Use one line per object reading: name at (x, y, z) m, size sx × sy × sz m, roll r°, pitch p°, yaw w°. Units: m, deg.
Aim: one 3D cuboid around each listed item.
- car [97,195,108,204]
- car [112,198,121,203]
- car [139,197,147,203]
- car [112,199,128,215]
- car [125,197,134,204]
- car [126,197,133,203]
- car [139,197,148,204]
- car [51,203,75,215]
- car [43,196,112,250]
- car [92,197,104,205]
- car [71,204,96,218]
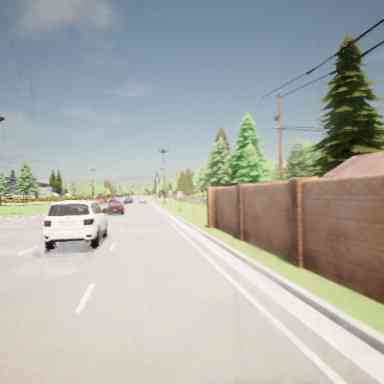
car at (-23.614, 1.975, 87.971) m, size 2.150 × 2.045 × 5.566 m, roll -1°, pitch 0°, yaw -9°
car at (-20.146, 2.260, 88.498) m, size 1.895 × 1.301 × 4.718 m, roll -1°, pitch 0°, yaw -9°
car at (-13.226, 2.021, 89.529) m, size 2.128 × 1.511 × 4.902 m, roll -1°, pitch 0°, yaw -9°
car at (-8.960, 1.899, 39.433) m, size 1.812 × 1.442 × 4.674 m, roll -1°, pitch 0°, yaw -9°
car at (-15.278, 2.199, 79.872) m, size 2.128 × 1.511 × 4.902 m, roll -1°, pitch 0°, yaw -9°
car at (-16.688, 2.059, 89.013) m, size 1.882 × 1.535 × 5.008 m, roll -1°, pitch 0°, yaw -9°
car at (-11.857, 2.124, 80.650) m, size 1.812 × 1.442 × 4.674 m, roll -1°, pitch 0°, yaw -9°
car at (-16.601, 2.142, 43.087) m, size 1.994 × 1.385 × 4.181 m, roll -1°, pitch 0°, yaw -9°
car at (-5.337, 1.415, 15.819) m, size 2.150 × 2.045 × 5.566 m, roll -1°, pitch 0°, yaw -9°
car at (-22.185, 2.196, 78.717) m, size 2.097 × 1.767 × 4.553 m, roll -1°, pitch 0°, yaw -9°
car at (-12.240, 2.049, 37.752) m, size 1.895 × 1.301 × 4.718 m, roll -1°, pitch 0°, yaw -9°
